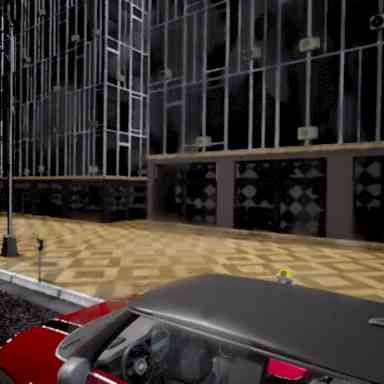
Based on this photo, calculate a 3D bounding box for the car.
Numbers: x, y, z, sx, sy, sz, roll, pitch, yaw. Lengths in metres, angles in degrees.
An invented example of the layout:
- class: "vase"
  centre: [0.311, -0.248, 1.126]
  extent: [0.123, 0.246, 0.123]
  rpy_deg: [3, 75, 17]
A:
- class: "car"
  centre: [0.048, 1.431, 2.646]
  extent: [4.097, 1.590, 1.967]
  rpy_deg: [0, 1, 36]
